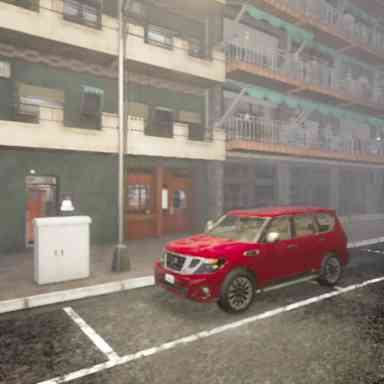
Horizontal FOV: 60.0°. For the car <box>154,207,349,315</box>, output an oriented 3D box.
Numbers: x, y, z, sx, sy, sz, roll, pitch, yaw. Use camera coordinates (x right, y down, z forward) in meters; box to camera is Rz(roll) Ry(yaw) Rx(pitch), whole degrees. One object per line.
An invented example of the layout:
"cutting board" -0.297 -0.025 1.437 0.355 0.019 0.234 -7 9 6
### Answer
"car" 1.632 1.302 7.722 5.009 1.841 2.192 0 0 -35
